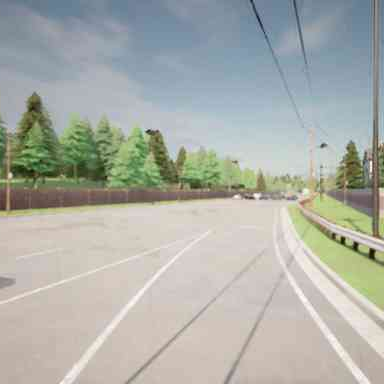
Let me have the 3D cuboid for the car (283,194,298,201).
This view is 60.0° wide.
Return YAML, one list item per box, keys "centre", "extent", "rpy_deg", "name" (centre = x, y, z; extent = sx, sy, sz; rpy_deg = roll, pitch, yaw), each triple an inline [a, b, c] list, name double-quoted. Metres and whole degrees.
- centre: [25.519, 1.537, 86.070]
  extent: [2.033, 1.411, 5.357]
  rpy_deg: [0, 0, 21]
  name: "car"

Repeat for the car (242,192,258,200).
- centre: [15.749, 1.441, 89.914]
  extent: [1.882, 1.535, 5.008]
  rpy_deg: [0, 0, 21]
  name: "car"

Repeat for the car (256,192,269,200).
- centre: [19.158, 1.500, 89.021]
  extent: [1.812, 1.442, 4.674]
  rpy_deg: [0, 0, 21]
  name: "car"

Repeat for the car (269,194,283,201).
- centre: [22.263, 1.511, 87.352]
  extent: [2.128, 1.511, 4.902]
  rpy_deg: [0, 0, 21]
  name: "car"

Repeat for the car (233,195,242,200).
- centre: [12.644, 1.477, 91.584]
  extent: [1.812, 1.442, 4.674]
  rpy_deg: [0, 0, 21]
  name: "car"
